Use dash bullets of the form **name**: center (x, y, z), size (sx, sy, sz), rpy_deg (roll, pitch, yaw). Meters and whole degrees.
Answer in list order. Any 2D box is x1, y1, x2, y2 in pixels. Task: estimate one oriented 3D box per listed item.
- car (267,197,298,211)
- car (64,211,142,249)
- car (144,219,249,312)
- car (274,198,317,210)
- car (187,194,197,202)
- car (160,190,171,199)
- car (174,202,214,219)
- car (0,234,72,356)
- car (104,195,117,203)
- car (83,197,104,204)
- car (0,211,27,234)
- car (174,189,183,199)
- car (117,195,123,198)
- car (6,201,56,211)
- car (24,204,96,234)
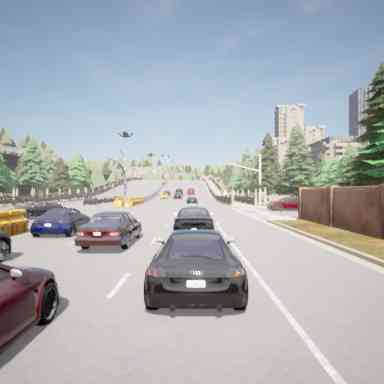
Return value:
- **car**: center (11.178, 1.338, 39.083), size (4.553, 1.767, 2.097), rpy_deg (0, 0, -1)
- **car**: center (-3.408, 1.542, 14.412), size (2.033, 1.411, 5.357), rpy_deg (0, 0, 0)
- **car**: center (0.088, 1.561, 7.780), size (1.994, 1.385, 4.181), rpy_deg (0, 0, 1)
- **car**: center (13.210, 1.489, 42.653), size (4.892, 1.490, 1.837), rpy_deg (0, 0, 0)
- **car**: center (0.031, 1.540, 65.526), size (1.994, 1.385, 4.181), rpy_deg (0, 0, 0)
- **car**: center (-7.192, 0.992, 86.943), size (1.882, 1.535, 5.008), rpy_deg (0, 3, 0)
- **car**: center (0.084, 1.471, 16.770), size (1.882, 1.535, 5.008), rpy_deg (0, 0, 0)
- **car**: center (-3.405, 1.562, 4.436), size (1.994, 1.385, 4.181), rpy_deg (0, 0, 0)
- **car**: center (-17.577, 1.569, 68.712), size (1.895, 1.301, 4.718), rpy_deg (0, 0, 0)
- **car**: center (-17.617, 1.542, 58.642), size (1.994, 1.385, 4.181), rpy_deg (0, 0, 0)
- **car**: center (-6.907, 1.488, 9.131), size (2.128, 1.511, 4.902), rpy_deg (0, 0, 0)
- **car**: center (-3.692, 0.871, 86.929), size (2.097, 1.767, 4.553), rpy_deg (0, 3, 0)
- **car**: center (-17.640, 1.448, 78.954), size (1.895, 1.301, 4.718), rpy_deg (0, 1, 0)
- **car**: center (-13.102, 1.482, 27.798), size (2.128, 1.511, 4.902), rpy_deg (-1, 0, 24)
- **car**: center (-6.918, 1.557, 17.972), size (1.994, 1.385, 4.181), rpy_deg (0, 0, 0)
